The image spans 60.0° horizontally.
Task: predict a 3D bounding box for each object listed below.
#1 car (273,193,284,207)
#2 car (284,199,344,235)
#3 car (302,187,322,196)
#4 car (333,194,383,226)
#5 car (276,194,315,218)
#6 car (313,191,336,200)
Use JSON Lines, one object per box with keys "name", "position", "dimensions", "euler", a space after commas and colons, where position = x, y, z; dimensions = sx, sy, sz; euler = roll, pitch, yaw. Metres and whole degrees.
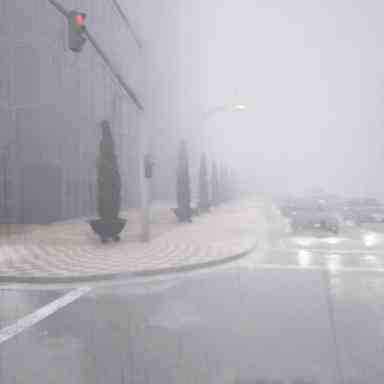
{"name": "car", "position": [9.342, 0.935, 33.291], "dimensions": [1.812, 1.442, 4.674], "euler": [0, 1, 12]}
{"name": "car", "position": [5.922, 1.247, 16.623], "dimensions": [1.994, 1.385, 4.181], "euler": [0, 1, 12]}
{"name": "car", "position": [14.032, 0.502, 38.623], "dimensions": [2.150, 2.045, 5.566], "euler": [0, 1, 12]}
{"name": "car", "position": [10.081, 1.087, 19.459], "dimensions": [2.128, 1.511, 4.902], "euler": [0, 1, 12]}
{"name": "car", "position": [7.615, 1.112, 24.859], "dimensions": [1.994, 1.385, 4.181], "euler": [0, 1, 11]}
{"name": "car", "position": [11.950, 0.952, 28.517], "dimensions": [1.837, 1.490, 4.892], "euler": [0, 1, 12]}
